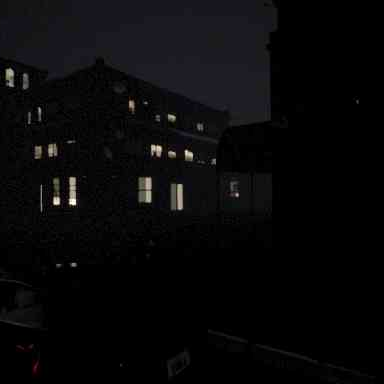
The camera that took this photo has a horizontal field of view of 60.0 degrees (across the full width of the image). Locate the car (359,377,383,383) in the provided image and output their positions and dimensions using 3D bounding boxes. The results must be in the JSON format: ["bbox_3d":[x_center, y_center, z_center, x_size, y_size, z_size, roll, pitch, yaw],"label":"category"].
[{"bbox_3d":[2.706,1.544,0.960,4.507,1.381,1.887,0,-1,35],"label":"car"}]

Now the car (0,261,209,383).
[{"bbox_3d":[-1.810,1.567,4.178,4.313,1.339,1.947,0,-1,35],"label":"car"}]
